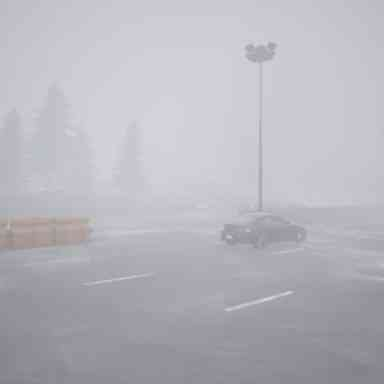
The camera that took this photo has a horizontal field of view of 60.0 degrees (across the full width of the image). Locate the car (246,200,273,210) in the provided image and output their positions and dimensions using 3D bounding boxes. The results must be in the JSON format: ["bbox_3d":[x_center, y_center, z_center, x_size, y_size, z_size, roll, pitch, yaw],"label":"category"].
[{"bbox_3d":[8.964,1.806,39.957,2.097,1.767,4.553,0,-1,43],"label":"car"}]

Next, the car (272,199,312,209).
[{"bbox_3d":[11.464,1.929,37.508,2.128,1.511,4.902,0,-1,43],"label":"car"}]

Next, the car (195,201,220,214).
[{"bbox_3d":[2.525,1.947,43.323,1.882,1.535,5.008,0,-1,44],"label":"car"}]

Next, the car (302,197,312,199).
[{"bbox_3d":[26.344,1.868,76.162,2.097,1.767,4.553,0,-1,28],"label":"car"}]

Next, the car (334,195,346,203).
[{"bbox_3d":[32.518,1.723,72.862,2.150,2.045,5.566,0,-1,28],"label":"car"}]

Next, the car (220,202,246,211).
[{"bbox_3d":[6.245,1.961,42.162,2.128,1.511,4.902,0,-1,43],"label":"car"}]

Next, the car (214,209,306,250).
[{"bbox_3d":[3.328,1.700,15.223,4.674,1.442,1.812,1,-1,-39],"label":"car"}]
